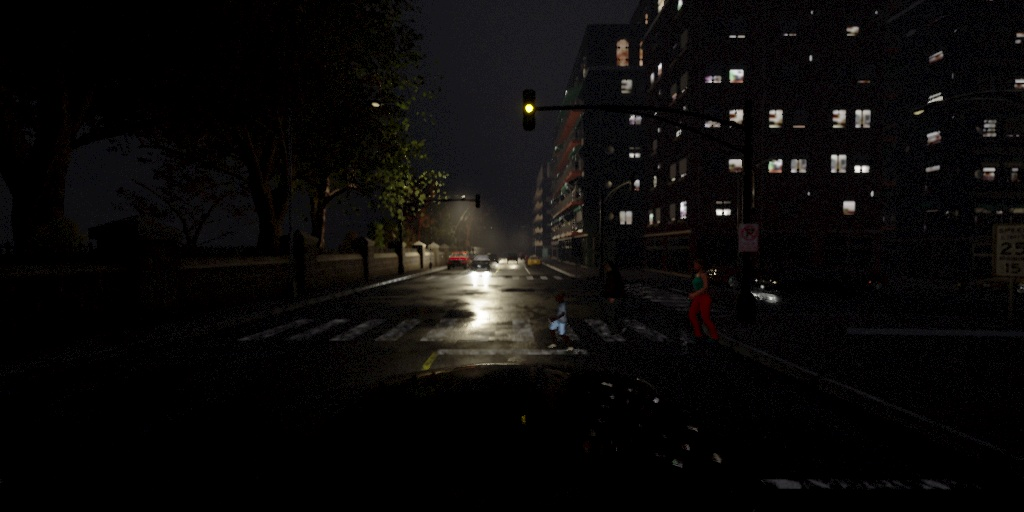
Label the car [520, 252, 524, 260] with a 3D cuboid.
[{"bbox_3d":[2.754,0.444,55.185,2.007,1.370,4.403,0,0,0],"label":"car"}]

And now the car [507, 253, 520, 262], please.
[{"bbox_3d":[0.075,0.242,63.469,1.882,1.535,5.008,0,1,0],"label":"car"}]

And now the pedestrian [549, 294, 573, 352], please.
[{"bbox_3d":[0.998,0.954,7.192,0.375,1.860,0.375,0,1,0],"label":"pedestrian"}]

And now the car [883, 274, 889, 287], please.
[{"bbox_3d":[20.317,1.339,22.001,4.507,1.381,1.888,0,0,0],"label":"car"}]

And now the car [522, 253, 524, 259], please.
[{"bbox_3d":[2.748,0.525,49.650,1.888,1.381,4.507,0,0,0],"label":"car"}]

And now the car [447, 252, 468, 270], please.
[{"bbox_3d":[-5.646,0.469,38.591,2.192,1.841,5.009,0,0,0],"label":"car"}]

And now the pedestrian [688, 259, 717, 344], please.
[{"bbox_3d":[4.101,0.944,7.788,0.375,1.860,0.375,0,1,0],"label":"pedestrian"}]

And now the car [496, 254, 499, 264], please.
[{"bbox_3d":[-2.996,0.399,55.248,1.837,1.490,4.892,0,0,1],"label":"car"}]

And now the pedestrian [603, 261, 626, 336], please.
[{"bbox_3d":[2.369,0.934,8.390,0.375,1.860,0.375,0,1,0],"label":"pedestrian"}]

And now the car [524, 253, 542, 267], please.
[{"bbox_3d":[2.741,0.592,44.286,1.751,1.417,4.829,0,0,0],"label":"car"}]

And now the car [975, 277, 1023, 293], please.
[{"bbox_3d":[31.538,1.524,22.025,4.829,1.417,1.751,0,0,0],"label":"car"}]

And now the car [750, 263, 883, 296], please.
[{"bbox_3d":[16.205,1.320,19.387,5.357,1.411,2.033,1,1,0],"label":"car"}]

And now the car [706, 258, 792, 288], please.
[{"bbox_3d":[14.622,1.006,21.988,5.009,1.841,2.192,0,0,0],"label":"car"}]

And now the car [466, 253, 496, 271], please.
[{"bbox_3d":[-3.050,0.679,36.380,2.128,1.511,4.902,0,1,0],"label":"car"}]
